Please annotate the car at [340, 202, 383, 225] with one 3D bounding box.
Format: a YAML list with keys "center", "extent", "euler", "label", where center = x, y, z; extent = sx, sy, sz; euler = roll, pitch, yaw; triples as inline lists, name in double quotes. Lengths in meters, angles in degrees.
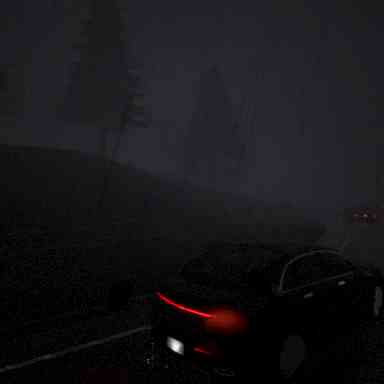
- center: [13.102, 1.783, 26.335]
  extent: [2.033, 1.411, 5.357]
  euler: [0, 0, 15]
  label: "car"

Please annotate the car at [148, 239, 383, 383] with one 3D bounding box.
- center: [1.578, 1.550, 5.517]
  extent: [4.892, 1.490, 1.837]
  euler: [1, 0, -43]
  label: "car"

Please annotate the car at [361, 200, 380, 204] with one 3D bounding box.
- center: [19.275, 1.681, 36.460]
  extent: [2.097, 1.767, 4.553]
  euler: [0, -1, 14]
  label: "car"
